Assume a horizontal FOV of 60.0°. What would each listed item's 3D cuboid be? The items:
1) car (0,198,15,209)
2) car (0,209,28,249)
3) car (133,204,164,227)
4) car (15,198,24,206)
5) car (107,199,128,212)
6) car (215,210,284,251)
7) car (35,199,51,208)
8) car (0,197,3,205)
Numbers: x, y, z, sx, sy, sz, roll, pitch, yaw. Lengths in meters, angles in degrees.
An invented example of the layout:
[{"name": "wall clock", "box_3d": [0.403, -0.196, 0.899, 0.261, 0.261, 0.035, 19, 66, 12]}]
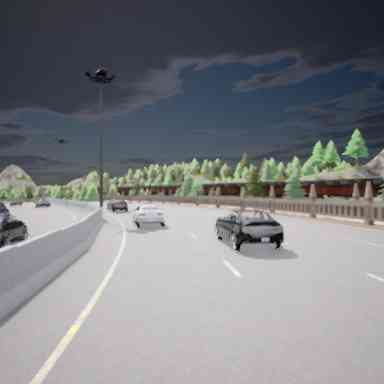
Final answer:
[{"name": "car", "box_3d": [-14.090, 1.474, 22.924, 2.097, 1.767, 4.553, 0, 0, -16]}, {"name": "car", "box_3d": [-8.529, 1.631, 14.150, 1.994, 1.385, 4.181, 0, 0, -10]}, {"name": "car", "box_3d": [-3.083, 1.571, 23.130, 1.812, 1.442, 4.674, 0, 0, -14]}, {"name": "car", "box_3d": [-31.365, 1.816, 59.560, 1.837, 1.490, 4.892, 0, 0, -29]}, {"name": "car", "box_3d": [-9.012, 1.594, 39.980, 2.128, 1.511, 4.902, 0, 0, -24]}, {"name": "car", "box_3d": [2.266, 1.496, 14.237, 2.128, 1.511, 4.902, 0, 0, -8]}, {"name": "car", "box_3d": [-23.533, 1.800, 52.459, 1.994, 1.385, 4.181, -1, 0, -28]}, {"name": "car", "box_3d": [-39.222, 1.846, 66.617, 2.128, 1.511, 4.902, -1, 0, -29]}]
